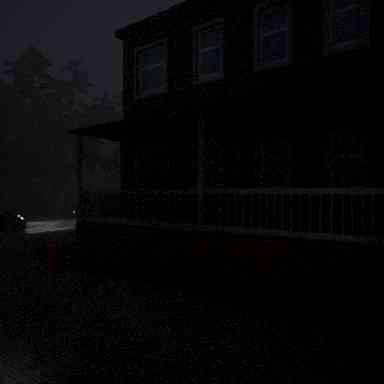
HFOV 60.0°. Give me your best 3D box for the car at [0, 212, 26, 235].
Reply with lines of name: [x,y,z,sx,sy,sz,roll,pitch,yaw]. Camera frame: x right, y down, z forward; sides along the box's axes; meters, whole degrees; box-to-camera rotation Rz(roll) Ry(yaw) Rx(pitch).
car: [-10.888,1.352,16.733,2.097,1.767,4.553,0,0,35]

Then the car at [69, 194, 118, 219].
car: [-7.697,1.221,28.480,2.150,2.045,5.566,0,0,35]
